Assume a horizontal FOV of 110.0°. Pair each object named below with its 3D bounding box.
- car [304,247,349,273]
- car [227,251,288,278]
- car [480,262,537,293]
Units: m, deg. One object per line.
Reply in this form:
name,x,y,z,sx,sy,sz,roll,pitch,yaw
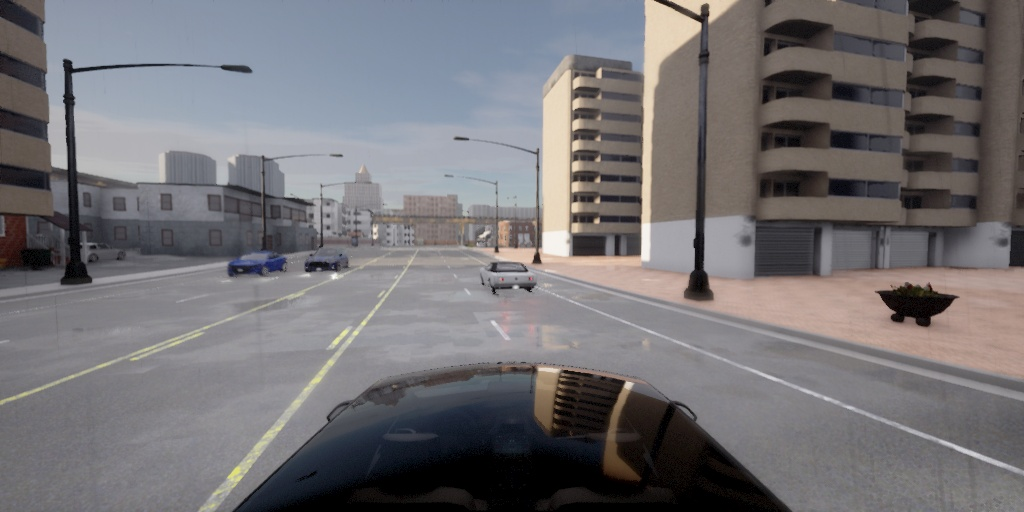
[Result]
car,-13.502,0.196,26.323,2.097,1.767,4.553,0,3,-13
car,-16.399,0.449,23.336,1.882,1.535,5.008,0,3,-13
car,-0.355,0.920,17.117,1.895,1.301,4.718,0,2,-13
